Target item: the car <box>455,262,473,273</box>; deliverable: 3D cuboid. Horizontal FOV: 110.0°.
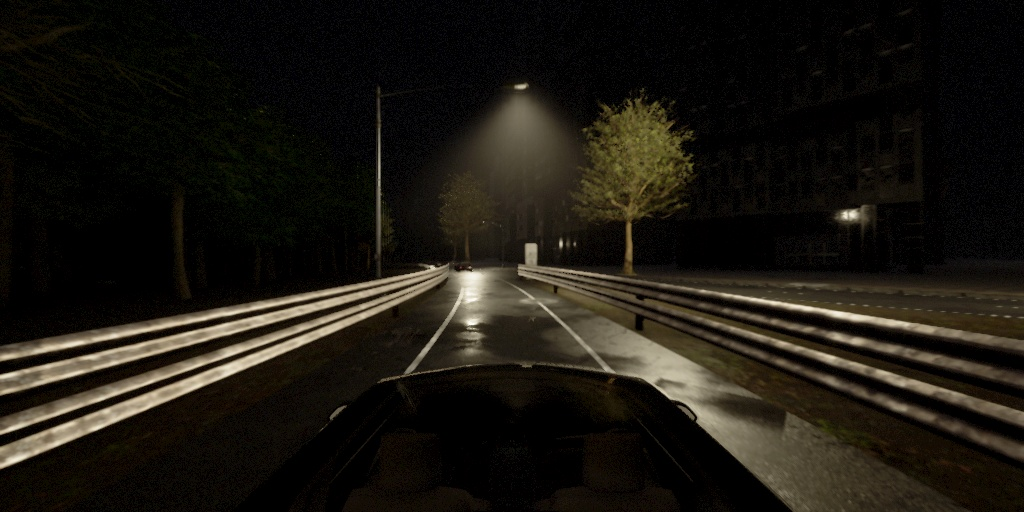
[{"bbox_3d":[-6.462,1.499,47.373,1.895,1.301,4.718,0,0,-16],"label":"car"}]
